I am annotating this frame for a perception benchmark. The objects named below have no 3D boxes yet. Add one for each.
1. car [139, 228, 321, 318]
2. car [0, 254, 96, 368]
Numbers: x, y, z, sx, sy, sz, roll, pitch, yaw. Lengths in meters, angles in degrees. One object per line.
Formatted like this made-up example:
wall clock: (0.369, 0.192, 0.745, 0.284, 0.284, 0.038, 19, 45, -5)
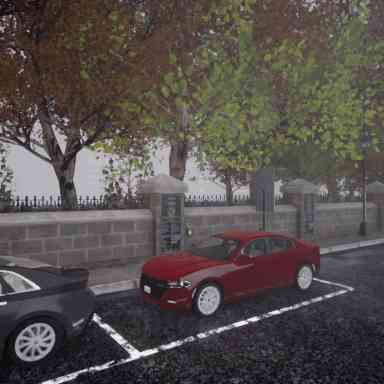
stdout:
car: (1.012, 1.545, 7.421, 4.507, 1.381, 1.887, 0, 0, -35)
car: (-3.478, 1.551, 4.174, 4.403, 1.369, 2.008, 0, 0, -35)
